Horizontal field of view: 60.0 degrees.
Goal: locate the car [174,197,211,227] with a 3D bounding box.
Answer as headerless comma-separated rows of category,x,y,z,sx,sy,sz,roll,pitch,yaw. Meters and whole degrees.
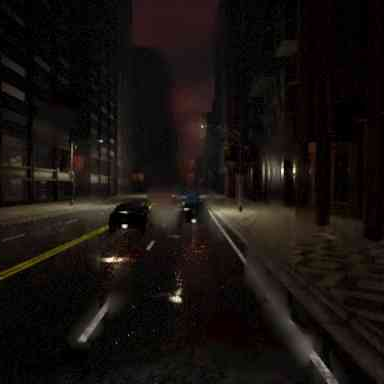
car,0.102,1.268,20.339,1.837,1.490,4.892,0,1,0

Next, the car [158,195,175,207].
car,-3.146,1.078,41.471,1.994,1.385,4.181,0,1,0

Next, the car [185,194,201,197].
car,0.105,0.973,43.014,1.882,1.535,5.008,0,1,0

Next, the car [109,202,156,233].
car,-3.150,1.296,17.977,1.837,1.490,4.892,0,1,0
